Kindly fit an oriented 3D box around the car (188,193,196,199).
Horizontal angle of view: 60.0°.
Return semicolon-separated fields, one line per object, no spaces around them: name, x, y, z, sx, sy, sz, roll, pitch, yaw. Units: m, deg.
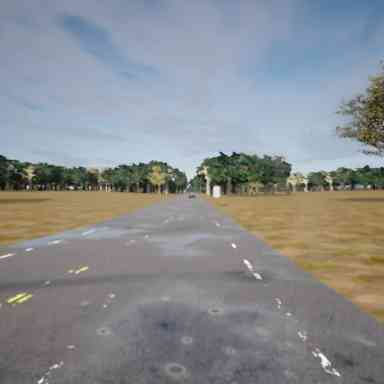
car;0.016;1.292;92.428;1.837;1.490;4.892;0;0;0
